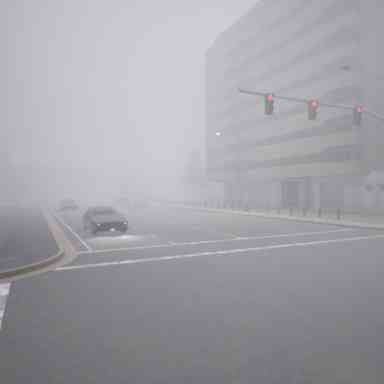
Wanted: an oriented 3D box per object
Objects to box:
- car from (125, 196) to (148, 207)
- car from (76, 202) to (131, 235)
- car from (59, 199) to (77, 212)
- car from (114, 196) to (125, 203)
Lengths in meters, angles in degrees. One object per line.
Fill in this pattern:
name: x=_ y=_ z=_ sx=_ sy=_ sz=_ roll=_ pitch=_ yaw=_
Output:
car: x=-8.163 y=1.375 z=50.377 sx=1.882 sy=1.535 sz=5.008 roll=-1 pitch=0 yaw=-25
car: x=-5.209 y=1.548 z=19.420 sx=2.033 sy=1.411 sz=5.357 roll=-1 pitch=0 yaw=-26
car: x=-14.508 y=1.536 z=38.965 sx=2.033 sy=1.411 sz=5.357 roll=-1 pitch=0 yaw=-25
car: x=-12.512 y=1.369 z=59.397 sx=1.882 sy=1.535 sz=5.008 roll=-1 pitch=0 yaw=-25
